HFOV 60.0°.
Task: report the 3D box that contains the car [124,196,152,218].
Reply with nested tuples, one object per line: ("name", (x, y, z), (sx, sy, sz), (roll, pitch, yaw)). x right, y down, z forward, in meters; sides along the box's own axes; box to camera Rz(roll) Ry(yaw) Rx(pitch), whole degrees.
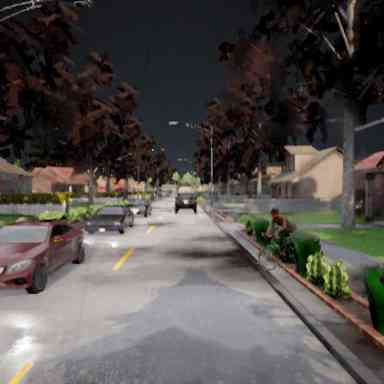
("car", (-4.635, 1.361, 29.128), (2.128, 1.511, 4.902), (0, 0, -1))

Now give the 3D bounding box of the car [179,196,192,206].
("car", (-0.905, 1.306, 49.033), (1.812, 1.442, 4.674), (0, 0, -1))

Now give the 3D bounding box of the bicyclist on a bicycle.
("bicyclist on a bicycle", (2.408, 1.238, 8.972), (1.656, 1.620, 0.582), (-7, 3, -28))

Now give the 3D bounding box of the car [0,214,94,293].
("car", (-4.256, 1.486, 8.846), (1.812, 1.442, 4.674), (0, 0, -1))

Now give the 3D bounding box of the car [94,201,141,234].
("car", (-4.456, 1.463, 18.941), (2.033, 1.411, 5.357), (0, 0, -1))

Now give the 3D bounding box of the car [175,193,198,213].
("car", (-0.611, 1.069, 34.288), (2.150, 2.045, 5.566), (0, 0, -1))
